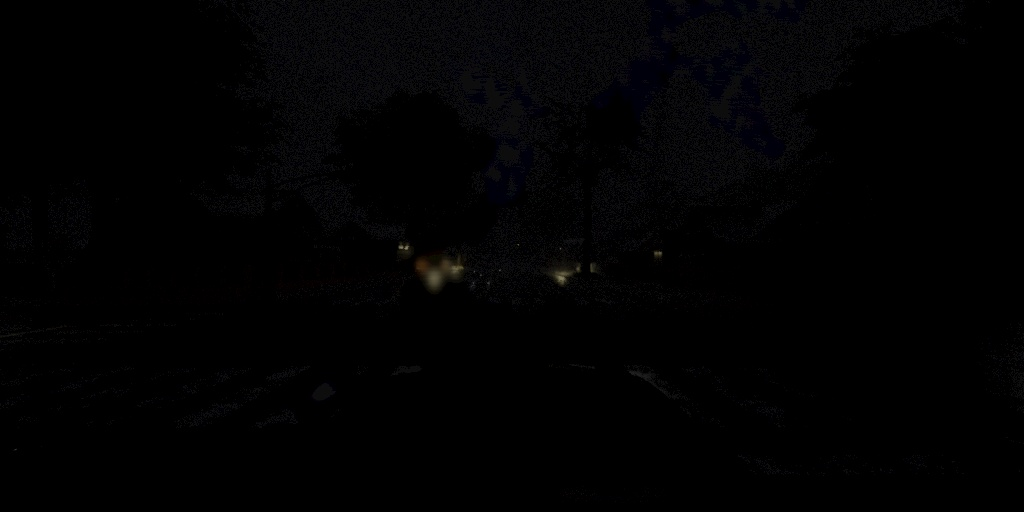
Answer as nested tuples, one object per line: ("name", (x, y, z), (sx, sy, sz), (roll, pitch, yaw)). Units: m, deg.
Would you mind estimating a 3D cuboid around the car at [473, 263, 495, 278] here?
("car", (-3.222, 1.723, 39.466), (1.895, 1.301, 4.718), (0, 0, 0))
